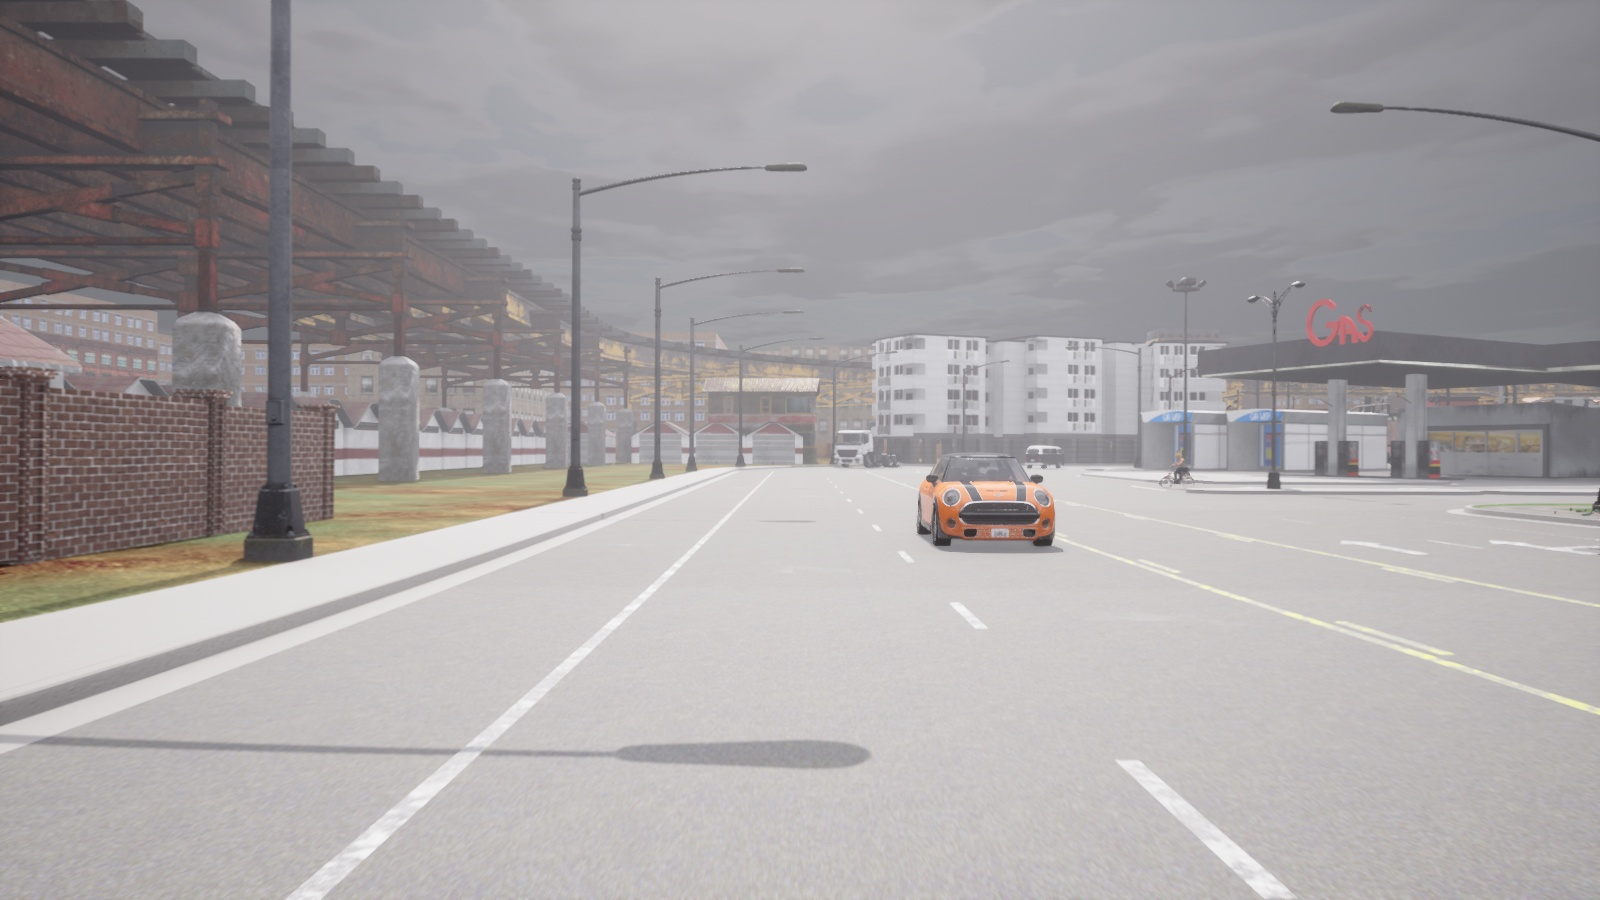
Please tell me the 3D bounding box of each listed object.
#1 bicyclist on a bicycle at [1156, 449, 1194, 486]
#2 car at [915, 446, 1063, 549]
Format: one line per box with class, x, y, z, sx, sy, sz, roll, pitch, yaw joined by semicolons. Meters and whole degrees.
bicyclist on a bicycle;16.443;0.788;55.087;1.509;1.612;0.866;0;-2;8
car;3.446;0.813;23.802;2.097;1.767;4.553;0;0;0
